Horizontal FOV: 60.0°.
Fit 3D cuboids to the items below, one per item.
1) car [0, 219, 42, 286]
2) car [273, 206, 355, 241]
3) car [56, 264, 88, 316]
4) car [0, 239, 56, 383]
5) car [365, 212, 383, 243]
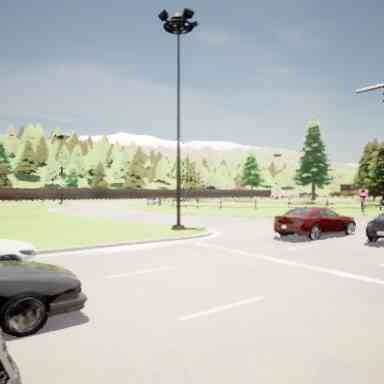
[{"bbox_3d":[-6.252,1.526,7.885,4.674,1.442,1.812,0,0,-36],"label":"car"},{"bbox_3d":[6.263,1.474,16.819,5.008,1.535,1.882,0,0,-36],"label":"car"},{"bbox_3d":[-4.426,1.548,4.887,5.357,1.411,2.033,0,0,-36],"label":"car"},{"bbox_3d":[-3.670,1.224,1.131,5.566,2.045,2.150,0,0,-36],"label":"car"},{"bbox_3d":[9.558,1.521,14.881,4.674,1.442,1.812,0,0,-36],"label":"car"}]
